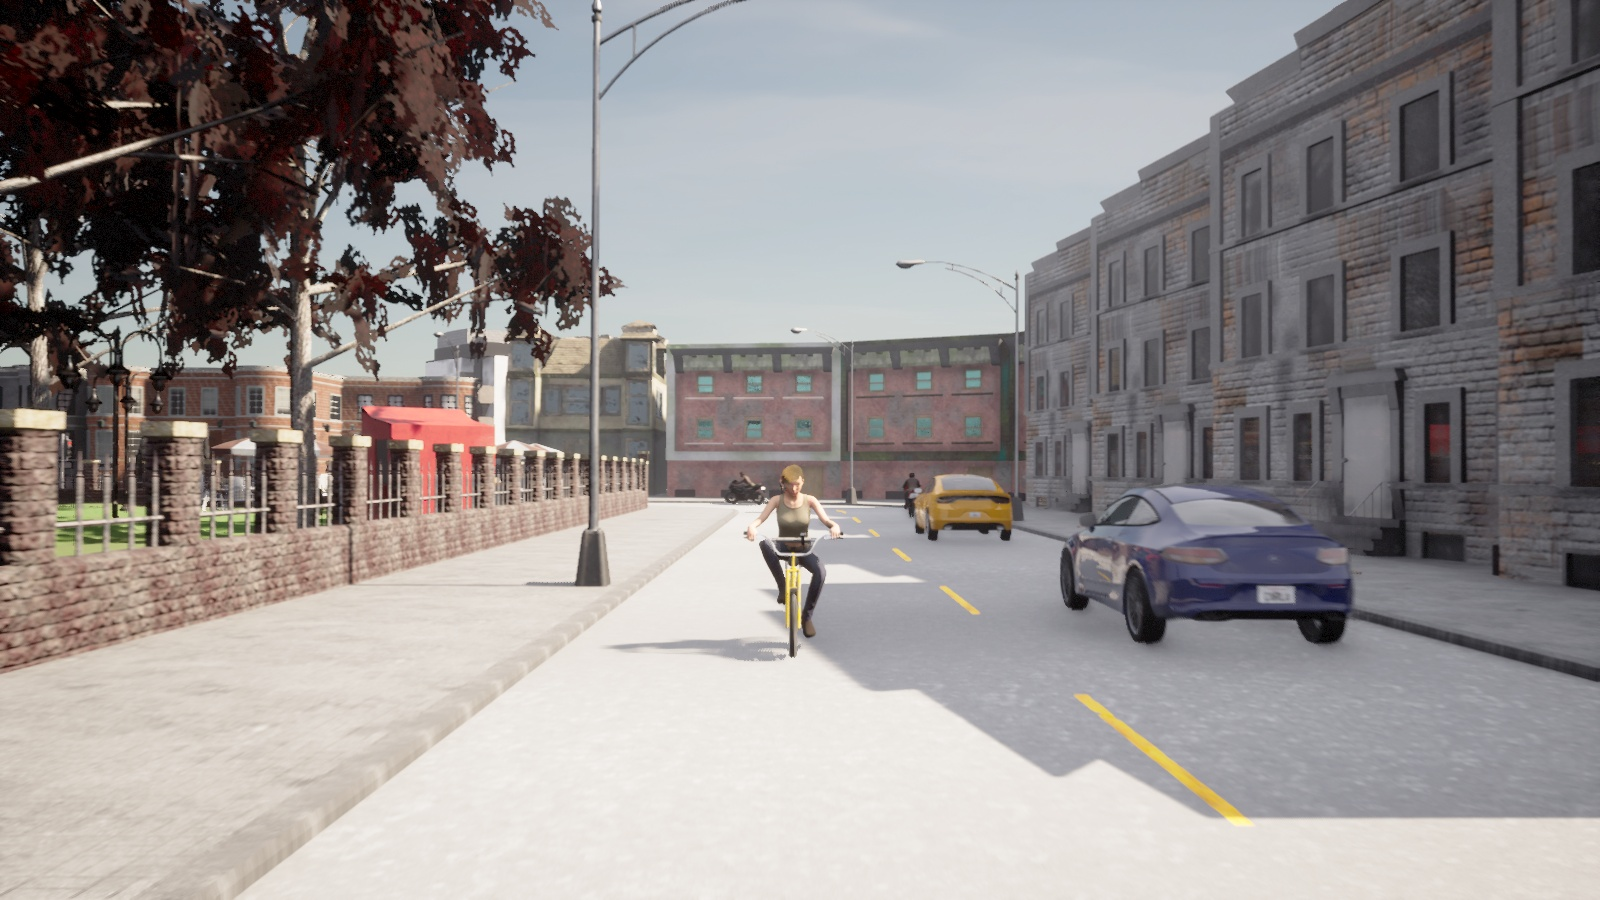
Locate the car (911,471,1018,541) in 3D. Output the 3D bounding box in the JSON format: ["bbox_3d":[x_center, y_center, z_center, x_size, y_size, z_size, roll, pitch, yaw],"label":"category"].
[{"bbox_3d":[3.844,1.281,30.227,1.882,1.535,5.008,0,-1,0],"label":"car"}]

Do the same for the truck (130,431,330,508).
[{"bbox_3d":[-26.350,0.910,58.289,7.936,3.462,2.891,0,-1,0],"label":"truck"}]

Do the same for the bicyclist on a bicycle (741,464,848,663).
[{"bbox_3d":[-0.049,0.934,10.977,0.866,1.612,1.509,0,-1,0],"label":"bicyclist on a bicycle"}]

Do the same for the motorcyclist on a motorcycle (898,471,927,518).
[{"bbox_3d":[3.781,1.488,42.362,0.797,1.523,2.044,0,-1,0],"label":"motorcyclist on a motorcycle"}]

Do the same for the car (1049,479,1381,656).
[{"bbox_3d":[3.934,1.039,12.843,1.812,1.442,4.674,0,-1,0],"label":"car"}]

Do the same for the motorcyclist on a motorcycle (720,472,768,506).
[{"bbox_3d":[-2.564,1.764,57.287,2.044,1.523,0.797,-1,0,27],"label":"motorcyclist on a motorcycle"}]
